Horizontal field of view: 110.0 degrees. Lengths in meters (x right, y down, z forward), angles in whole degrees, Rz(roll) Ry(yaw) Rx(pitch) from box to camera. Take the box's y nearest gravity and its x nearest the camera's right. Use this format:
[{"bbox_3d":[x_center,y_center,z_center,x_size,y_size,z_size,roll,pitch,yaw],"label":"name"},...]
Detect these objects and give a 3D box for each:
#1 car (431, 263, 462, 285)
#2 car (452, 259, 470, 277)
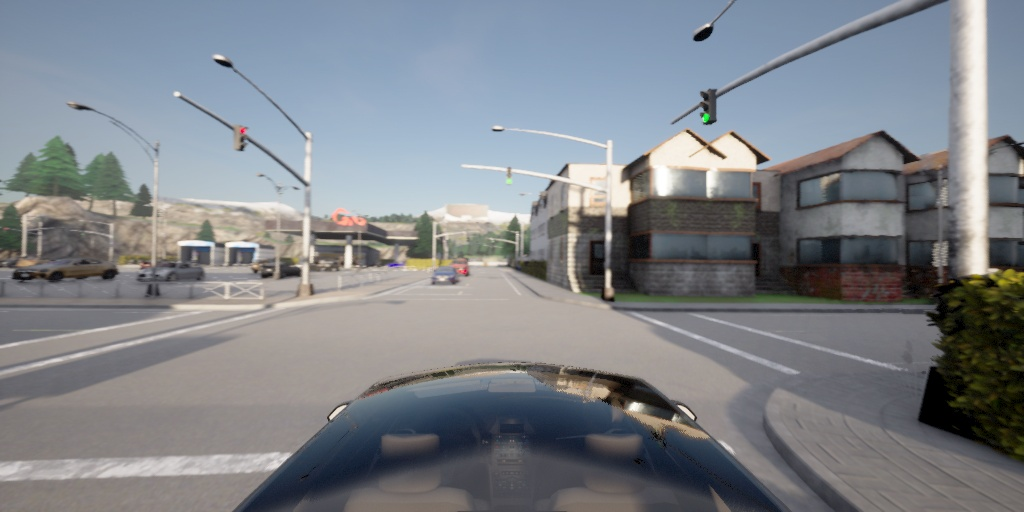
[{"bbox_3d":[-5.425,1.543,29.507,1.812,1.442,4.674,1,-1,-3],"label":"car"},{"bbox_3d":[-6.208,1.391,42.525,2.150,2.045,5.566,1,-1,-3],"label":"car"}]
